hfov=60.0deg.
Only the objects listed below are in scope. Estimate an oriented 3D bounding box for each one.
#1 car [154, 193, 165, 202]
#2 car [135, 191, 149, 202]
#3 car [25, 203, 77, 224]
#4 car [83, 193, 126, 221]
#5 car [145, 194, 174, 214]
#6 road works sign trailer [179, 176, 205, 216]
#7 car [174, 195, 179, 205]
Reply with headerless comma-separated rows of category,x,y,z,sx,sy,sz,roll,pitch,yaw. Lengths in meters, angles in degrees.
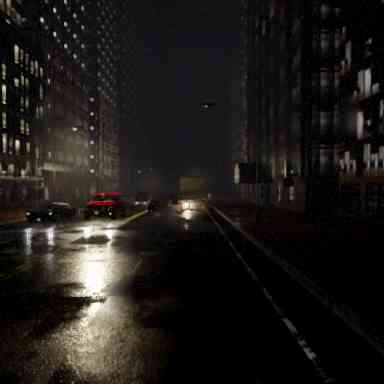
car,-6.508,1.093,67.170,1.882,1.535,5.008,0,0,0
car,-9.761,0.838,65.353,2.150,2.045,5.566,0,0,0
car,-9.849,1.461,23.614,1.895,1.301,4.718,0,0,0
car,-6.598,1.070,25.718,2.150,2.045,5.566,0,0,0
car,-3.153,1.284,32.822,1.882,1.535,5.008,0,0,0
road works sign trailer,0.004,0.283,30.734,2.380,3.560,2.880,0,0,1
car,-3.154,1.169,52.581,1.882,1.535,5.008,0,0,0
